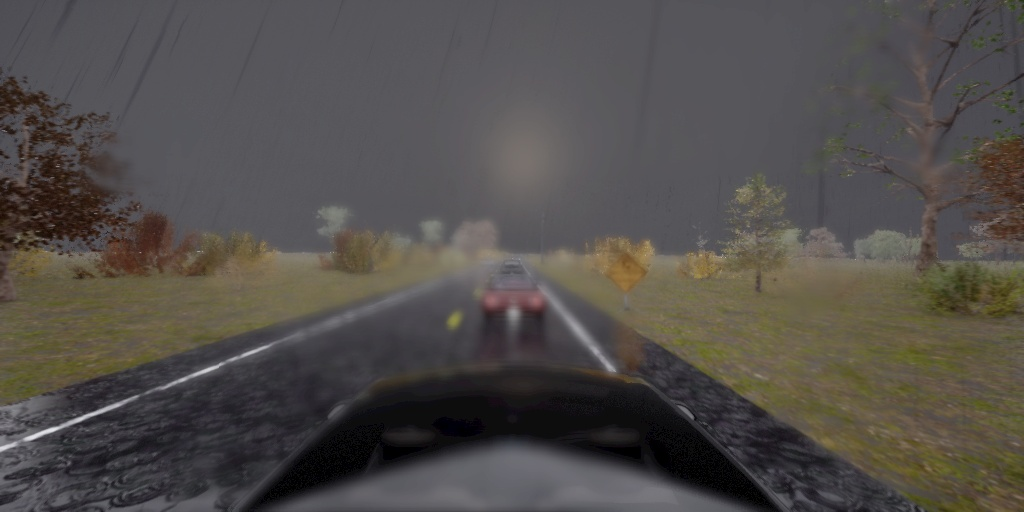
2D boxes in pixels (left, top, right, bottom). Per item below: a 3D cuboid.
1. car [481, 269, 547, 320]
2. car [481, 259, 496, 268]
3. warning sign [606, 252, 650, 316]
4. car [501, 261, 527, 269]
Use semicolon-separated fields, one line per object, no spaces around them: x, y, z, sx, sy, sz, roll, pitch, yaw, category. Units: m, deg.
0.080;1.298;12.291;1.895;1.301;4.718;0;0;1;car
-3.297;1.105;51.748;1.895;1.301;4.718;0;0;1;car
3.563;0.819;11.012;1.300;1.860;1.060;0;0;0;warning sign
0.160;1.121;28.931;1.837;1.490;4.892;0;1;1;car
